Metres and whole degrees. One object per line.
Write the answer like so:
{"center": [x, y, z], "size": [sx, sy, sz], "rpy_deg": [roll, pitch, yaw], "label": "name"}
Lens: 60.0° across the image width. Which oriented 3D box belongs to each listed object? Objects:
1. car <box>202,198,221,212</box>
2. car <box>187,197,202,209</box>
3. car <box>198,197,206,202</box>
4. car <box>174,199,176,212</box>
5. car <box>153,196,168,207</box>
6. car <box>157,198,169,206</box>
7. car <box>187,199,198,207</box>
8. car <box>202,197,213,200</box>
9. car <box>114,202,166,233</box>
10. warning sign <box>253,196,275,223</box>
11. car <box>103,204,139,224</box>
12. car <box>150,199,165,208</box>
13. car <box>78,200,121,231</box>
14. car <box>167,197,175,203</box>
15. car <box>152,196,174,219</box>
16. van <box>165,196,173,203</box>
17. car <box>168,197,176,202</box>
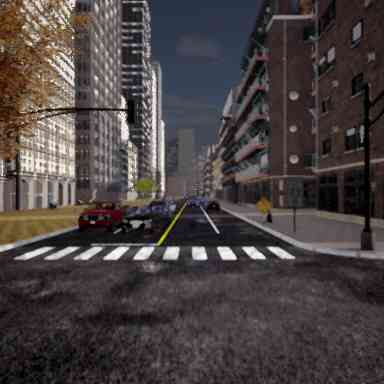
{"center": [2.743, 1.823, 43.555], "size": [1.947, 1.339, 4.313], "rpy_deg": [0, 0, 0], "label": "car"}
{"center": [0.164, 1.906, 51.076], "size": [1.895, 1.301, 4.718], "rpy_deg": [0, 0, 0], "label": "car"}
{"center": [2.803, 2.149, 93.260], "size": [2.008, 1.369, 4.403], "rpy_deg": [0, 0, 0], "label": "car"}
{"center": [-3.031, 1.839, 40.598], "size": [1.895, 1.301, 4.718], "rpy_deg": [0, 0, 0], "label": "car"}
{"center": [-5.619, 1.680, 60.135], "size": [2.192, 1.841, 5.009], "rpy_deg": [0, 0, 0], "label": "car"}
{"center": [-5.612, 1.954, 65.658], "size": [2.008, 1.369, 4.403], "rpy_deg": [0, 0, 0], "label": "car"}
{"center": [0.076, 1.937, 61.324], "size": [1.994, 1.385, 4.181], "rpy_deg": [0, 0, 0], "label": "car"}
{"center": [2.749, 1.818, 49.248], "size": [1.752, 1.417, 4.829], "rpy_deg": [0, 0, 0], "label": "car"}
{"center": [-3.075, 1.611, 20.650], "size": [2.128, 1.511, 4.902], "rpy_deg": [0, 0, 0], "label": "car"}
{"center": [5.098, 1.252, 23.589], "size": [1.300, 1.860, 1.060], "rpy_deg": [0, 0, 0], "label": "warning sign"}
{"center": [-5.659, 1.723, 26.998], "size": [1.947, 1.339, 4.313], "rpy_deg": [0, 0, 0], "label": "car"}
{"center": [-5.625, 1.894, 54.612], "size": [1.947, 1.339, 4.313], "rpy_deg": [0, 0, 0], "label": "car"}
{"center": [-5.666, 1.439, 21.476], "size": [2.192, 1.841, 5.009], "rpy_deg": [0, 0, 0], "label": "car"}
{"center": [-5.584, 2.103, 87.748], "size": [1.887, 1.381, 4.507], "rpy_deg": [0, 0, 0], "label": "car"}
{"center": [-3.058, 1.530, 30.528], "size": [2.097, 1.767, 4.553], "rpy_deg": [0, 0, 0], "label": "car"}
{"center": [-5.591, 1.860, 82.226], "size": [1.690, 1.788, 3.998], "rpy_deg": [0, 0, 0], "label": "van"}
{"center": [-5.578, 2.165, 93.271], "size": [1.947, 1.339, 4.313], "rpy_deg": [0, 0, 0], "label": "car"}
